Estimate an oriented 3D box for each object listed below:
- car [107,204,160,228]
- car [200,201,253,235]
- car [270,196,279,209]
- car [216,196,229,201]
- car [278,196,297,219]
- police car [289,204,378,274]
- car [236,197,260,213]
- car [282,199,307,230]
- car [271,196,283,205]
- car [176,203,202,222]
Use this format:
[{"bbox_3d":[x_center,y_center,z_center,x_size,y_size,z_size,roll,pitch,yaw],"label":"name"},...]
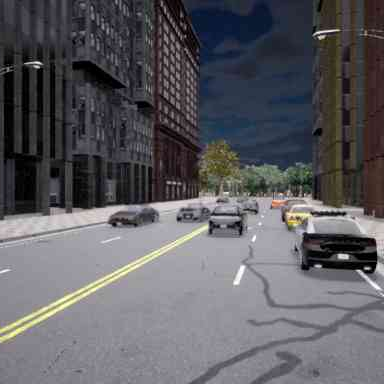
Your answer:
[{"bbox_3d":[-3.809,1.546,22.863,2.033,1.411,5.357,0,0,14],"label":"car"},{"bbox_3d":[2.144,1.489,18.967,2.128,1.511,4.902,0,0,13],"label":"car"},{"bbox_3d":[11.701,1.348,44.983,2.097,1.767,4.553,0,0,14],"label":"car"},{"bbox_3d":[5.780,1.540,62.187,2.033,1.411,5.357,0,0,14],"label":"car"},{"bbox_3d":[8.165,1.350,26.305,2.097,1.767,4.553,0,0,14],"label":"car"},{"bbox_3d":[4.424,1.425,10.892,1.930,1.638,5.238,0,0,14],"label":"police car"},{"bbox_3d":[6.341,1.544,36.278,2.033,1.411,5.357,0,0,14],"label":"car"},{"bbox_3d":[6.802,1.454,20.688,1.801,1.575,5.366,0,0,14],"label":"car"},{"bbox_3d":[15.326,1.540,59.948,2.033,1.411,5.357,0,0,14],"label":"car"},{"bbox_3d":[0.170,1.562,25.483,1.994,1.385,4.181,0,0,14],"label":"car"}]
